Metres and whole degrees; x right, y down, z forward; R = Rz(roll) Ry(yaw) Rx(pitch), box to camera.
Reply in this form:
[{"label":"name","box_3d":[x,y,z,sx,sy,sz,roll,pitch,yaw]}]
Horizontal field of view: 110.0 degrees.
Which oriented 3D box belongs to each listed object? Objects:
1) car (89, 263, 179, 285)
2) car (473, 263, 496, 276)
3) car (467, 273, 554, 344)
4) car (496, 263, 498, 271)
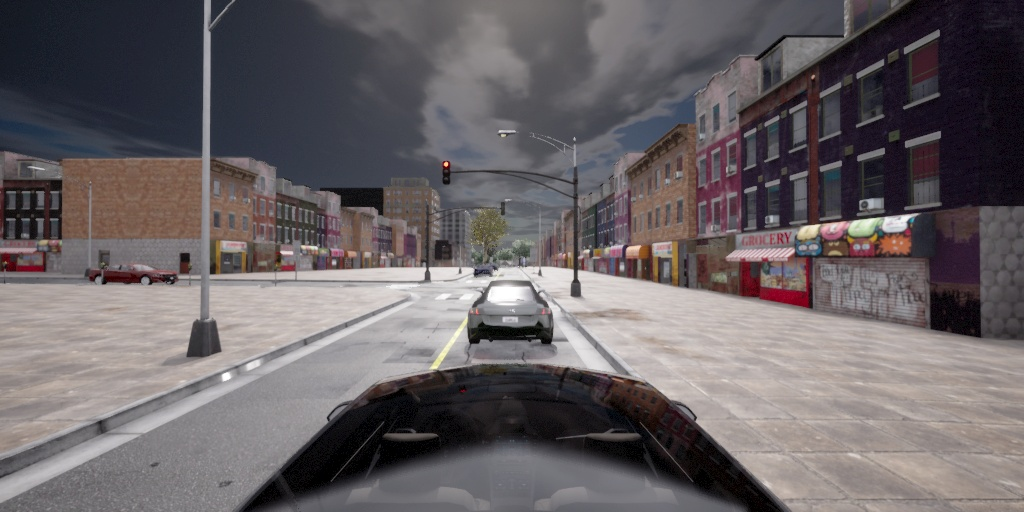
[{"label":"car","box_3d":[-23.352,1.116,22.232,4.507,1.381,1.888,0,0,0]},{"label":"car","box_3d":[-3.050,1.545,38.570,1.895,1.301,4.718,0,-1,0]},{"label":"car","box_3d":[-0.036,1.324,9.612,1.994,1.385,4.181,0,0,0]},{"label":"car","box_3d":[-3.140,1.708,56.286,1.895,1.301,4.718,0,-1,0]}]
